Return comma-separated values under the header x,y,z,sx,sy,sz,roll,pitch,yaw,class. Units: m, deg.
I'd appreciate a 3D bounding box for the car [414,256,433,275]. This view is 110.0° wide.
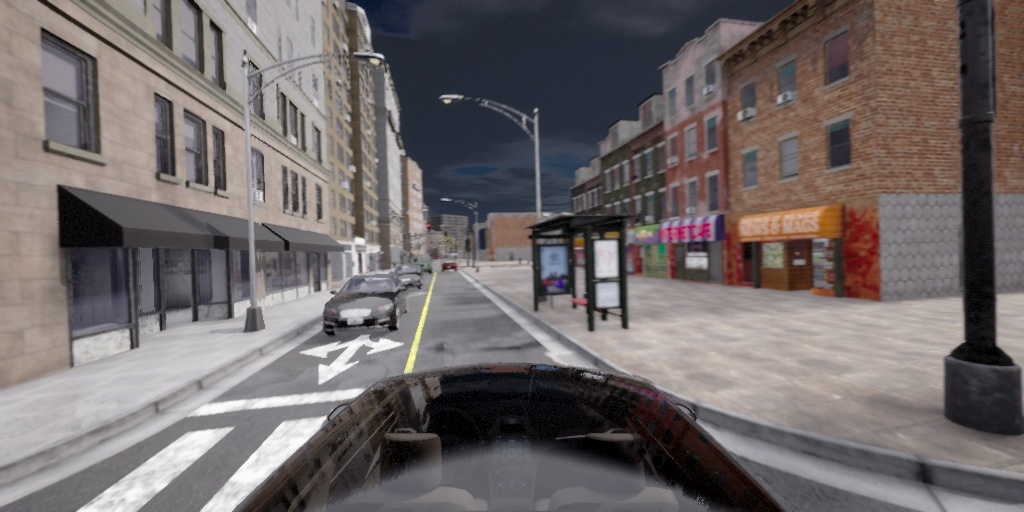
x,y,z,sx,sy,sz,roll,pitch,yaw,class
-10.149,1.045,40.743,2.150,2.045,5.566,-2,0,-11,car

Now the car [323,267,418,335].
x,y,z,sx,sy,sz,roll,pitch,yaw,class
-4.311,1.327,11.157,2.128,1.511,4.902,-2,0,-11,car

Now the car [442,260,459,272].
x,y,z,sx,sy,sz,roll,pitch,yaw,class
-7.936,1.192,46.197,1.882,1.535,5.008,-2,0,-6,car

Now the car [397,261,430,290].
x,y,z,sx,sy,sz,roll,pitch,yaw,class
-6.686,1.321,23.101,2.128,1.511,4.902,-2,0,-11,car
